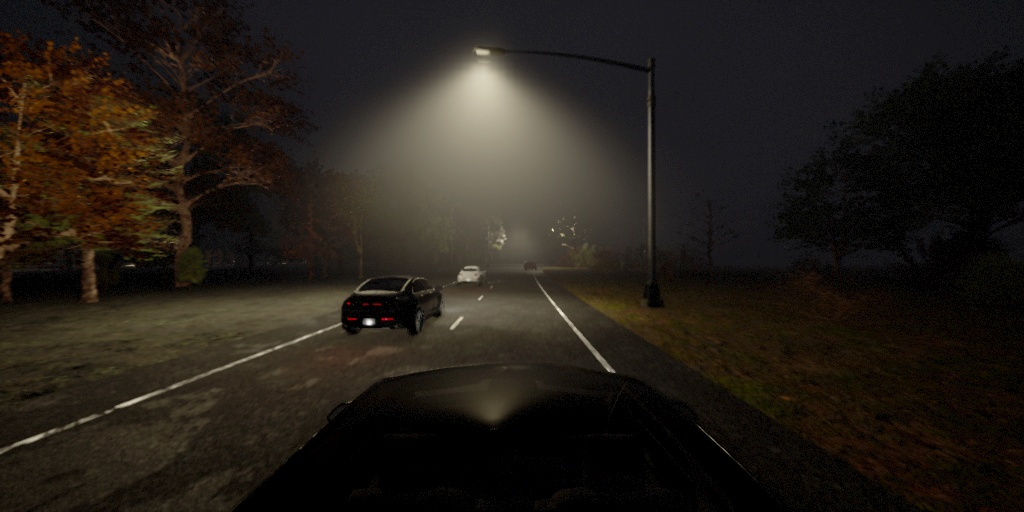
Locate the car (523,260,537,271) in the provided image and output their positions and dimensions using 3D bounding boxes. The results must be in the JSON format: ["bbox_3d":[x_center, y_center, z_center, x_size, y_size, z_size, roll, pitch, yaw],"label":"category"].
[{"bbox_3d":[3.281,1.635,63.129,2.097,1.767,4.553,0,0,4],"label":"car"}]

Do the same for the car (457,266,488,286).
[{"bbox_3d":[-3.026,1.497,27.590,1.812,1.442,4.674,0,0,2],"label":"car"}]

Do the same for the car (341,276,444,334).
[{"bbox_3d":[-3.343,1.330,10.864,1.837,1.490,4.892,0,-1,1],"label":"car"}]
